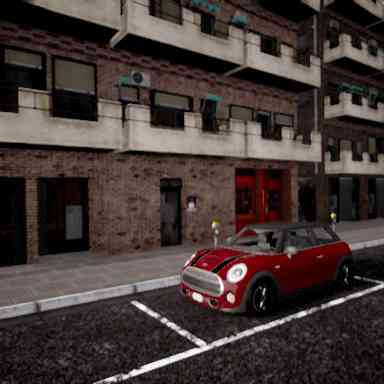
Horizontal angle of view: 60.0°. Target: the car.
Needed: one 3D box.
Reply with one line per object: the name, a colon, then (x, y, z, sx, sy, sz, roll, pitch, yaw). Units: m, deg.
car: (1.721, 1.420, 7.341, 4.097, 1.590, 1.967, 0, -1, -36)
